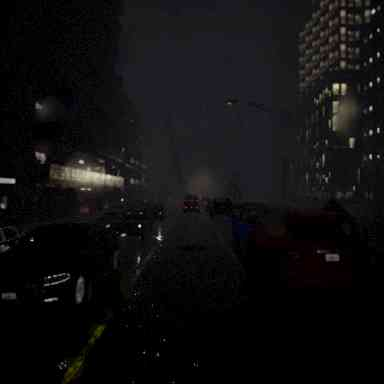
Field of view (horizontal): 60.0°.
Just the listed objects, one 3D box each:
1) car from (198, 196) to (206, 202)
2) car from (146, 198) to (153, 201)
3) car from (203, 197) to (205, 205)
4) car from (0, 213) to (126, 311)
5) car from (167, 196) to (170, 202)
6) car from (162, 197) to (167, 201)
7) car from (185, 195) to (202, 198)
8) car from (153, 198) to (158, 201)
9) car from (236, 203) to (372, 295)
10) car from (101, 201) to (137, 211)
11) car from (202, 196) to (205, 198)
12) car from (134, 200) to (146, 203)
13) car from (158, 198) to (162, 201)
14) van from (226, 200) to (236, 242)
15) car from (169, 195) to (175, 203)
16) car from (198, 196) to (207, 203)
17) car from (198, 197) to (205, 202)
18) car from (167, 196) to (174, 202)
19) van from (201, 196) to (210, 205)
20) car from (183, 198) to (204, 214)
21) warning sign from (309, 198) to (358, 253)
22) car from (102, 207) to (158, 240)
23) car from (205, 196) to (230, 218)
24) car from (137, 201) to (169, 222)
[{"bbox_3d":[2.523,1.892,86.267,1.752,1.417,4.829,0,0,0],"label":"car"},{"bbox_3d":[-5.763,1.571,36.343,1.967,1.590,4.097,0,0,0],"label":"car"},{"bbox_3d":[2.607,1.700,41.885,1.887,1.381,4.507,0,0,0],"label":"car"},{"bbox_3d":[-3.114,1.502,8.136,1.882,1.535,5.008,0,0,0],"label":"car"},{"bbox_3d":[-5.814,1.797,63.975,1.887,1.381,4.507,0,0,0],"label":"car"},{"bbox_3d":[-5.803,1.751,58.279,1.752,1.417,4.829,0,0,0],"label":"car"},{"bbox_3d":[-0.090,1.403,48.063,2.150,2.045,5.566,0,0,0],"label":"car"},{"bbox_3d":[-5.773,1.736,41.870,1.802,1.307,4.206,0,0,0],"label":"car"},{"bbox_3d":[2.669,1.341,8.727,2.192,1.841,5.009,0,0,0],"label":"car"},{"bbox_3d":[-5.741,1.637,25.289,2.008,1.369,4.403,0,0,0],"label":"car"},{"bbox_3d":[2.576,1.754,58.635,1.752,1.417,4.829,0,0,0],"label":"car"},{"bbox_3d":[-5.752,1.653,30.815,1.887,1.381,4.507,0,0,0],"label":"car"},{"bbox_3d":[-5.784,1.618,47.396,1.967,1.590,4.097,0,0,0],"label":"car"},{"bbox_3d":[2.659,1.387,14.252,1.690,1.788,3.998,0,0,0],"label":"van"},{"bbox_3d":[-5.846,1.881,80.555,1.887,1.381,4.507,0,0,0],"label":"car"},{"bbox_3d":[2.534,1.777,80.571,1.967,1.590,4.097,0,0,0],"label":"car"},{"bbox_3d":[2.513,1.978,91.624,1.802,1.307,4.206,0,0,0],"label":"car"},{"bbox_3d":[-5.867,1.919,91.439,1.752,1.417,4.829,0,0,0],"label":"car"},{"bbox_3d":[2.565,1.594,63.991,1.690,1.788,3.998,0,0,0],"label":"van"},{"bbox_3d":[-0.071,1.684,37.496,2.033,1.411,5.357,0,0,0],"label":"car"},{"bbox_3d":[5.050,1.153,11.988,1.300,1.860,1.060,0,0,0],"label":"warning sign"},{"bbox_3d":[-3.130,1.657,17.488,1.895,1.301,4.718,0,0,0],"label":"car"},{"bbox_3d":[2.627,1.424,30.832,2.192,1.841,5.009,0,0,0],"label":"car"},{"bbox_3d":[-3.130,1.696,27.459,1.895,1.301,4.718,0,0,0],"label":"car"}]
